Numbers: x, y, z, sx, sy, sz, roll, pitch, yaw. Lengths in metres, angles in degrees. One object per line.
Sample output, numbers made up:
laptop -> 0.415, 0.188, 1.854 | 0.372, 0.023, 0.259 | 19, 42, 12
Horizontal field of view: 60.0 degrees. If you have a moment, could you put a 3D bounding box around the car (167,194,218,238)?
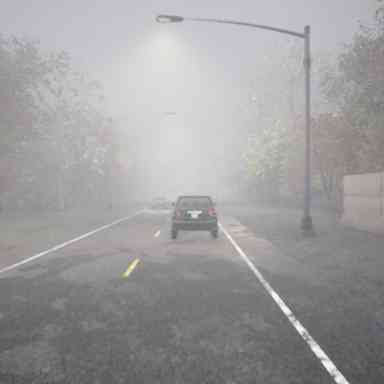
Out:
car -> 0.121, 1.095, 16.935 | 2.150, 2.045, 5.566 | 0, 0, 0

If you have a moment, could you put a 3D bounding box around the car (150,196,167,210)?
car -> -3.547, 1.215, 37.523 | 1.837, 1.490, 4.892 | 0, 0, 0

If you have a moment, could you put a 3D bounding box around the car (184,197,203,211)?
car -> 0.136, 1.282, 36.811 | 1.994, 1.385, 4.181 | 0, 1, 0
